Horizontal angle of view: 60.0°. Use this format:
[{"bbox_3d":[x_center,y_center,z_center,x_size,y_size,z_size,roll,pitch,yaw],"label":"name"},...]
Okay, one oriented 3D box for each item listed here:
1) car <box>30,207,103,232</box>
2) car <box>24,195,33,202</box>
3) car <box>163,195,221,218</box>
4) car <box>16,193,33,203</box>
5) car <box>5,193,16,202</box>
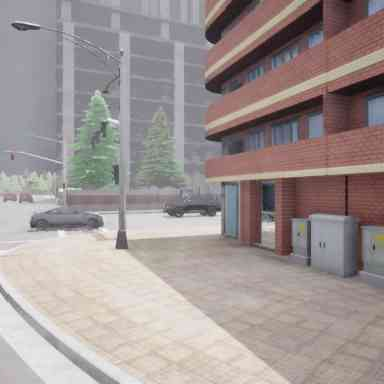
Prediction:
[{"bbox_3d":[-7.576,1.602,20.288,4.181,1.385,1.994,1,0,-23],"label":"car"},{"bbox_3d":[-38.892,1.524,79.102,1.812,1.442,4.674,0,0,-23],"label":"car"},{"bbox_3d":[0.088,1.277,31.288,5.566,2.045,2.150,0,0,-23],"label":"car"},{"bbox_3d":[-34.743,1.225,69.363,2.150,2.045,5.566,0,0,-23],"label":"car"},{"bbox_3d":[-41.638,1.225,76.618,2.150,2.045,5.566,0,0,-23],"label":"car"}]
